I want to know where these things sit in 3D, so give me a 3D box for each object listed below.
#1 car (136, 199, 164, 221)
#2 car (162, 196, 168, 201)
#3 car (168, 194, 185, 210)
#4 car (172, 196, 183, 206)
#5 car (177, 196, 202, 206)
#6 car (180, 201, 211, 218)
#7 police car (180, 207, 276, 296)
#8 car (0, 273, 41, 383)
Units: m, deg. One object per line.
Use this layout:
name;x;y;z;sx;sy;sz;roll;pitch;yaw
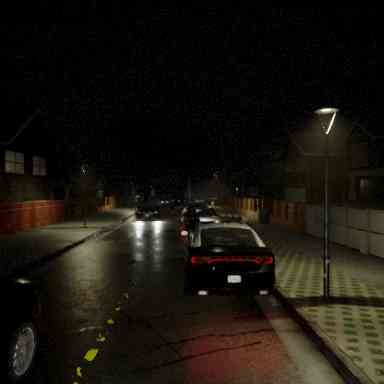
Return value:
car;-3.599;1.565;28.030;1.812;1.442;4.674;0;0;-3
car;-7.163;1.723;88.560;2.033;1.411;5.357;0;0;-3
car;-1.832;1.307;45.785;2.150;2.045;5.566;0;0;-3
car;-2.669;1.597;60.082;1.882;1.535;5.008;0;0;-3
car;0.177;1.378;24.744;2.097;1.767;4.553;0;0;-3
car;0.454;1.491;18.750;1.882;1.535;5.008;0;0;-2
police car;0.745;1.426;8.816;1.930;1.638;5.238;0;0;-1
car;-2.901;1.525;2.700;1.812;1.442;4.674;0;0;0
